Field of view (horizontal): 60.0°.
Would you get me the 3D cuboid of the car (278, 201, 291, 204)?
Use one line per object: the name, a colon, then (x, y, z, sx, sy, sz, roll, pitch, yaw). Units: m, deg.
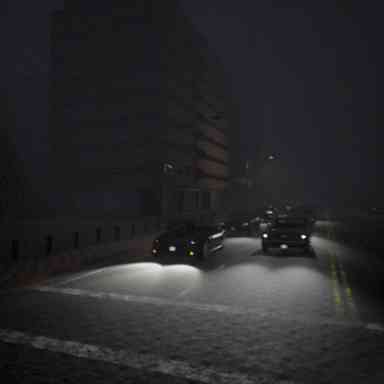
car: (11.913, 1.997, 43.206, 2.097, 1.767, 4.553, -1, -1, 22)

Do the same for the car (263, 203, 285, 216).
car: (7.074, 2.038, 31.203, 2.033, 1.411, 5.357, -1, -1, 22)

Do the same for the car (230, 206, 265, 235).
car: (3.239, 1.891, 21.534, 1.812, 1.442, 4.674, -1, -1, 22)

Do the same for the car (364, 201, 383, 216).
car: (21.138, 1.938, 37.780, 1.812, 1.442, 4.674, -1, -1, 22)

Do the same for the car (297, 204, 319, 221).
car: (11.639, 1.967, 33.181, 1.837, 1.490, 4.892, -1, -1, 22)

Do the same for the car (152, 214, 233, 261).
car: (0.043, 1.825, 13.521, 1.994, 1.385, 4.181, -1, -1, 22)

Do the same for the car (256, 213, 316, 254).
car: (4.363, 1.826, 14.914, 1.895, 1.301, 4.718, -1, -1, 22)

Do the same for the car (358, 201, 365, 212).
car: (24.808, 2.040, 47.150, 1.837, 1.490, 4.892, -1, -1, 22)

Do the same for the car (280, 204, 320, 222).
car: (7.806, 1.829, 23.576, 2.128, 1.511, 4.902, -1, -1, 22)
